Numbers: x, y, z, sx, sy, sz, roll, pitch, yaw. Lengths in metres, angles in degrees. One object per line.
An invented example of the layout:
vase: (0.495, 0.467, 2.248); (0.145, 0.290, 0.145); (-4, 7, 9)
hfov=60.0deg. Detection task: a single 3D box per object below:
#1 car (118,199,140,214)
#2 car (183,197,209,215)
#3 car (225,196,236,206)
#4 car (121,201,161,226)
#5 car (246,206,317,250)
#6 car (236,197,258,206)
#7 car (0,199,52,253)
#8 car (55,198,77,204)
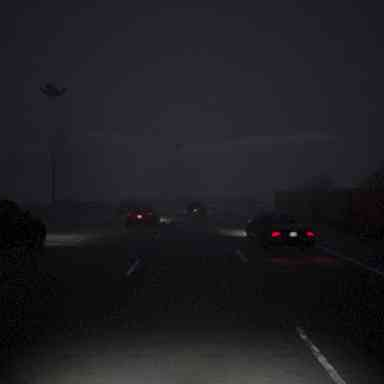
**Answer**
car: (-6.331, 1.488, 35.501); (1.882, 1.535, 5.008); (-1, 0, 7)
car: (0.590, 1.514, 34.065); (1.837, 1.490, 4.892); (-1, 0, 6)
car: (7.265, 1.520, 56.813); (1.837, 1.490, 4.892); (-3, -2, 29)
car: (-3.372, 1.570, 23.546); (1.994, 1.385, 4.181); (0, 0, 1)
car: (3.601, 1.551, 14.328); (2.033, 1.411, 5.357); (0, 0, 0)
car: (9.002, 1.519, 52.543); (1.837, 1.490, 4.892); (-3, -1, 26)
car: (-6.897, 1.223, 10.955); (2.150, 2.045, 5.566); (0, 0, 0)
car: (-16.183, 1.521, 41.853); (1.837, 1.490, 4.892); (0, 0, 10)
